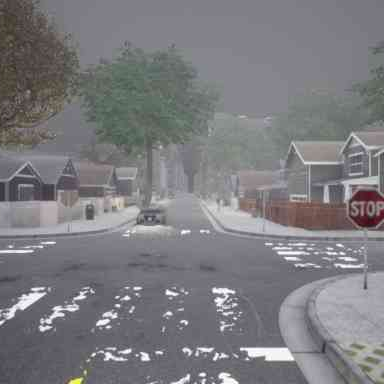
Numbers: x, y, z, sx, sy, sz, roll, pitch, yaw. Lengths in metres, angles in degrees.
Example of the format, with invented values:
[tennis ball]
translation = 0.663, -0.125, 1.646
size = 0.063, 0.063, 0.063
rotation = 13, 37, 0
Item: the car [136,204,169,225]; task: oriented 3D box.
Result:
[car]
translation = -2.751, 1.570, 23.792
size = 1.994, 1.385, 4.181
rotation = 0, 0, 0
